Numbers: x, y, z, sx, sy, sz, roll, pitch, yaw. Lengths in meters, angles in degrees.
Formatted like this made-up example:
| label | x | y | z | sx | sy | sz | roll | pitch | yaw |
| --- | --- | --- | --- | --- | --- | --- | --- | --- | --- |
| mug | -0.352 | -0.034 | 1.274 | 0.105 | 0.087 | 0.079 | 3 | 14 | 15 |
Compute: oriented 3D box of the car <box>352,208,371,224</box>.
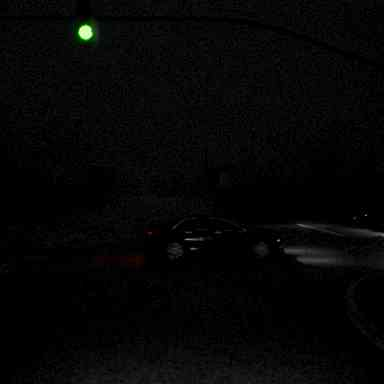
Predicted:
| label | x | y | z | sx | sy | sz | roll | pitch | yaw |
| --- | --- | --- | --- | --- | --- | --- | --- | --- | --- |
| car | 13.725 | 1.568 | 23.218 | 4.902 | 1.511 | 2.128 | 0 | 0 | -3 |

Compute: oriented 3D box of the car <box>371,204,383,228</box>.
| label | x | y | z | sx | sy | sz | roll | pitch | yaw |
| --- | --- | --- | --- | --- | --- | --- | --- | --- | --- |
| car | 13.577 | 1.591 | 19.703 | 4.674 | 1.442 | 1.812 | 0 | 0 | -3 |

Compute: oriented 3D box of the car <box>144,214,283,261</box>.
| label | x | y | z | sx | sy | sz | roll | pitch | yaw |
| --- | --- | --- | --- | --- | --- | --- | --- | --- | --- |
| car | 0.769 | 1.554 | 11.875 | 4.892 | 1.490 | 1.837 | 0 | 0 | -3 |
